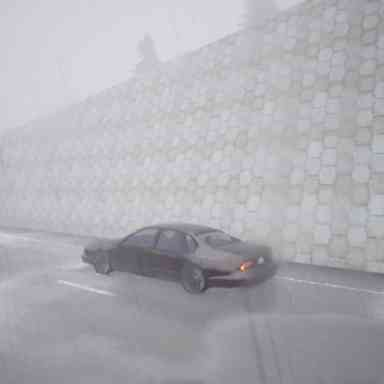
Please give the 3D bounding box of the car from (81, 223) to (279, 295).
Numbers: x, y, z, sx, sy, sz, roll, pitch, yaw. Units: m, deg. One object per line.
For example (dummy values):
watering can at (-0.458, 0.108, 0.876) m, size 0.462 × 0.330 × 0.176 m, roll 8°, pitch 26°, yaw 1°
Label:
car at (-0.558, 1.537, 8.670) m, size 5.357 × 1.411 × 2.033 m, roll 0°, pitch 0°, yaw 35°
